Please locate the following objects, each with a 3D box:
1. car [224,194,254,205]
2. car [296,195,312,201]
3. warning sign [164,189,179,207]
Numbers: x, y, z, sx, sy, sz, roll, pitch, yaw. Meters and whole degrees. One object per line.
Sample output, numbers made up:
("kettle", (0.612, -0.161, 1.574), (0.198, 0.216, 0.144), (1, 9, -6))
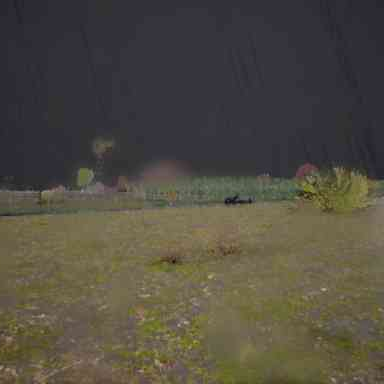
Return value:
("car", (6.266, 0.991, 44.024), (4.181, 1.385, 1.994), (-1, 0, -35))
("car", (18.506, 0.724, 52.693), (5.008, 1.535, 1.882), (-1, 0, -35))
("warning sign", (-2.183, 0.660, 35.056), (1.060, 1.860, 1.300), (0, -1, -35))
